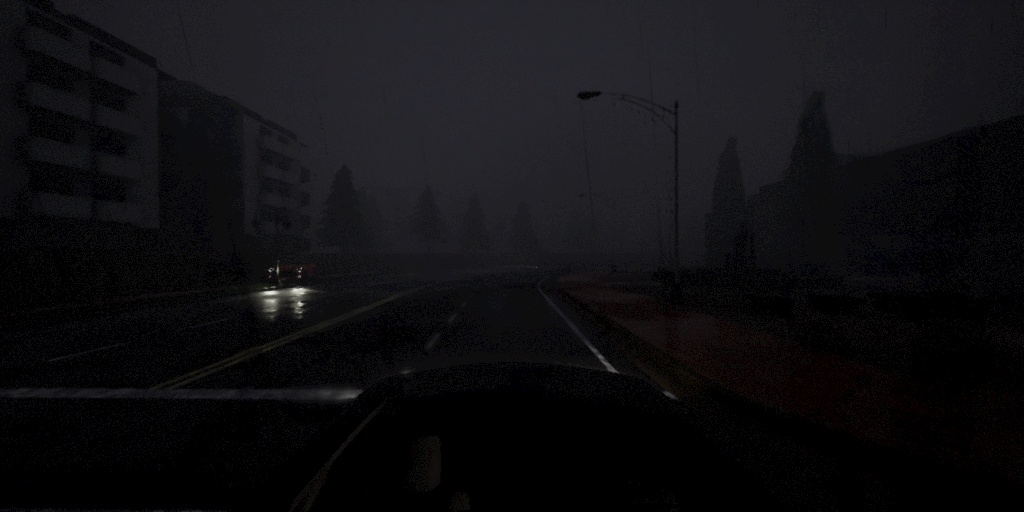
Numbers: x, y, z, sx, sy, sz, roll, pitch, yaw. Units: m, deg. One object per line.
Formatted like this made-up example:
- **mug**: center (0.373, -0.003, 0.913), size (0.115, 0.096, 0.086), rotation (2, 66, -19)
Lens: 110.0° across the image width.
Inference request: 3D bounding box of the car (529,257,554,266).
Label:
- **car**: center (4.615, 0.895, 55.799), size (4.181, 1.385, 1.994), rotation (-1, 1, -40)

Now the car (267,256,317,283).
- **car**: center (-15.001, 0.820, 24.673), size (2.097, 1.767, 4.553), rotation (1, 1, -17)
